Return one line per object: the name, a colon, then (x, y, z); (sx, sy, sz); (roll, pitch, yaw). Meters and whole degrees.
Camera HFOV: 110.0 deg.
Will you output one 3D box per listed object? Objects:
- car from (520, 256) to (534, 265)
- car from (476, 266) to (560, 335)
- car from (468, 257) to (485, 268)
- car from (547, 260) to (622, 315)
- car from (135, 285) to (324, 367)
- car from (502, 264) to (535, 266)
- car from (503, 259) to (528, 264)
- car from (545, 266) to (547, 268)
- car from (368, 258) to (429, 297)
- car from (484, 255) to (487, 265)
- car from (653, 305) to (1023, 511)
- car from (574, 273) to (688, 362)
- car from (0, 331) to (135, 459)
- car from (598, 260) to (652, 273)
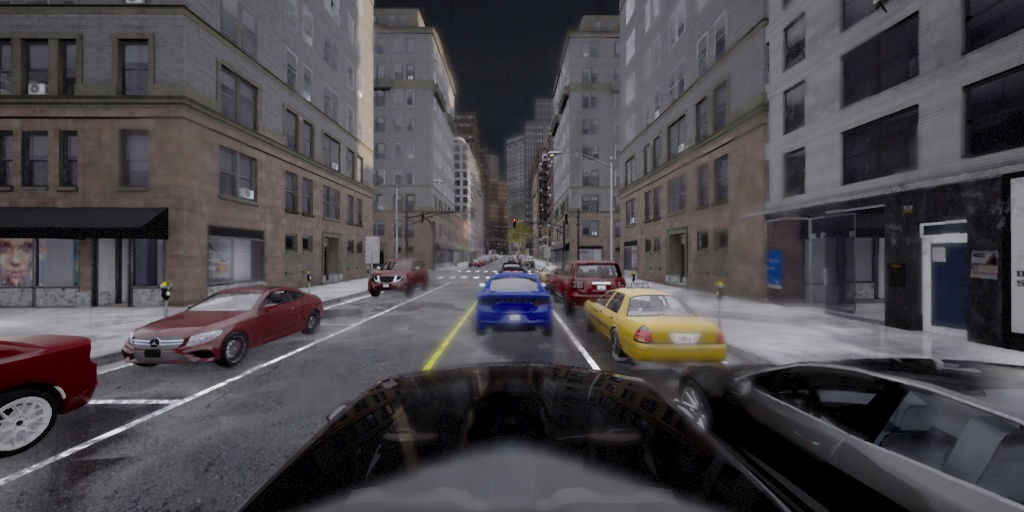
car: (2.674, 1.124, 56.628); (2.007, 1.370, 4.403); (0, 0, 0)
car: (0.035, 1.221, 10.486); (1.882, 1.535, 5.008); (0, 0, -1)
car: (-5.852, 1.118, 56.621); (1.888, 1.381, 4.507); (0, 0, 0)
car: (2.744, 1.053, 13.416); (2.192, 1.841, 5.009); (0, 0, 0)
car: (-5.772, 1.328, 7.855); (1.802, 1.307, 4.207); (0, 0, 0)
car: (0.067, 1.294, 18.024); (1.994, 1.385, 4.181); (0, 0, 0)
car: (0.006, 1.212, 26.937); (1.837, 1.490, 4.892); (0, 0, 0)
car: (2.735, 1.310, 18.968); (1.802, 1.307, 4.207); (0, 0, 0)
car: (-5.791, 1.043, 18.961); (2.192, 1.841, 5.009); (0, 0, 0)
car: (-5.860, 0.980, 62.046); (1.967, 1.591, 4.097); (0, 0, 0)
car: (2.761, 1.316, 2.310); (1.948, 1.339, 4.313); (0, 0, 0)
car: (2.753, 1.271, 8.032); (1.751, 1.417, 4.829); (0, 0, 0)
car: (-5.764, 1.295, 2.303); (1.888, 1.381, 4.507); (0, 0, 0)
car: (12.453, 1.183, 39.769); (5.357, 1.411, 2.033); (0, 0, 1)
